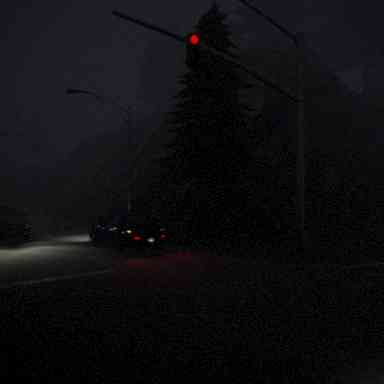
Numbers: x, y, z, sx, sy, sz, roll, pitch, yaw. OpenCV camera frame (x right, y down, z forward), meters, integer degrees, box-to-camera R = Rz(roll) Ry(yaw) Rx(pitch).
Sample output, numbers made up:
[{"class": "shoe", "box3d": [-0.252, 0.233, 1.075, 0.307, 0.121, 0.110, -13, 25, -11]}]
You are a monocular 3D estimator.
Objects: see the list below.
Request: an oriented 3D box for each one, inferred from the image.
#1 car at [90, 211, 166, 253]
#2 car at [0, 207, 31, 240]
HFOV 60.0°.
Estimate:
[{"class": "car", "box3d": [-2.754, 1.528, 13.832, 1.812, 1.442, 4.674, 0, 0, -34]}, {"class": "car", "box3d": [-9.396, 1.479, 16.467, 1.882, 1.535, 5.008, 0, 0, -37]}]
